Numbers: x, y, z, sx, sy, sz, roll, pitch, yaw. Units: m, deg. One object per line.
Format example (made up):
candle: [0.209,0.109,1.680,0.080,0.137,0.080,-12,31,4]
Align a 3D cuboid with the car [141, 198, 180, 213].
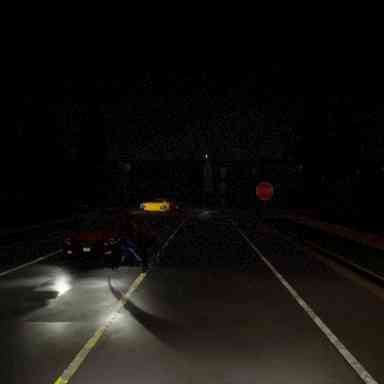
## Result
car: [-3.564,1.464,36.884,5.008,1.535,1.882,0,-1,38]

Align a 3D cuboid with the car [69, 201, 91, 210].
car: [-13.357,1.579,36.002,4.718,1.301,1.895,0,0,2]

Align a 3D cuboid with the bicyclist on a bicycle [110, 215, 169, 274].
bicyclist on a bicycle: [-1.467,1.453,9.173,1.656,1.620,0.582,-2,0,3]

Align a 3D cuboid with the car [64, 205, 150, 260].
car: [-3.063,1.477,12.569,1.882,1.535,5.008,0,0,3]
